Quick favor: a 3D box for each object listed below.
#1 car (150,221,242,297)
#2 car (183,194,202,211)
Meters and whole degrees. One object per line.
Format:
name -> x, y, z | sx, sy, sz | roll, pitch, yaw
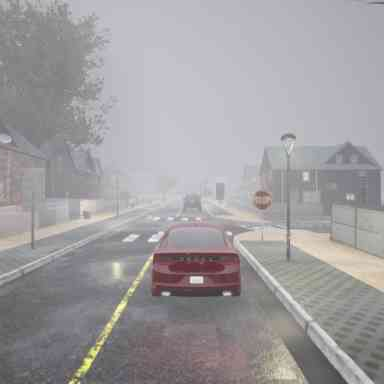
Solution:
car -> 0.085, 1.484, 8.649 | 1.882, 1.535, 5.008 | 0, 0, 0
car -> 0.037, 1.276, 41.459 | 2.150, 2.045, 5.566 | 0, 0, 0
